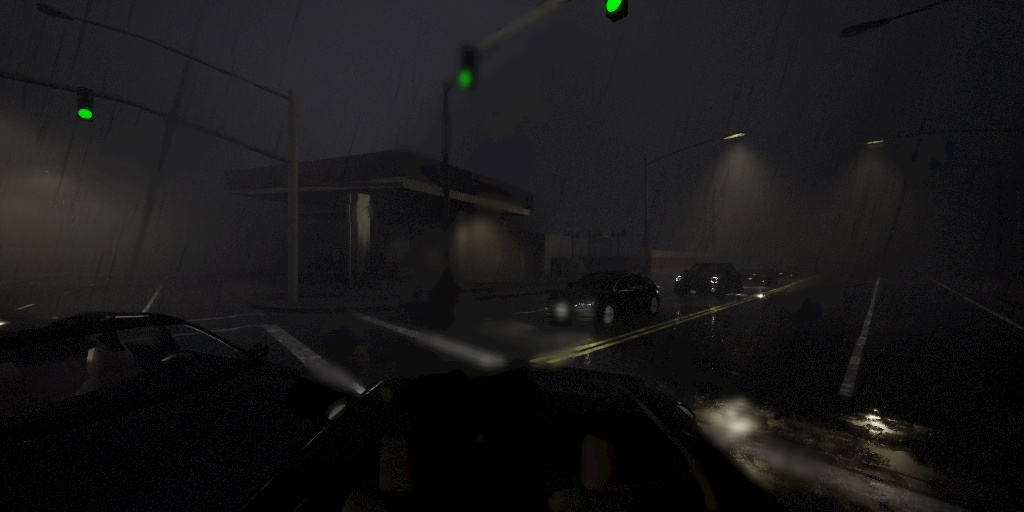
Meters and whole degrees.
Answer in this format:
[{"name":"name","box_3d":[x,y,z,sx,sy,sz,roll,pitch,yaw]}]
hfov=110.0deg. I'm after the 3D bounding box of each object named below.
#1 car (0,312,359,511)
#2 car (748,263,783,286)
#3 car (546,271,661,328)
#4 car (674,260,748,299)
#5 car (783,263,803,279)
[{"name":"car","box_3d":[-3.368,1.242,2.739,4.902,1.511,2.128,0,0,16]},{"name":"car","box_3d":[17.157,1.314,25.102,4.181,1.385,1.994,0,0,-45]},{"name":"car","box_3d":[3.115,1.255,11.627,4.892,1.490,1.837,0,0,-44]},{"name":"car","box_3d":[10.092,1.102,18.333,4.553,1.767,2.097,0,0,-44]},{"name":"car","box_3d":[24.432,1.314,32.009,4.181,1.385,1.994,0,0,-43]}]
